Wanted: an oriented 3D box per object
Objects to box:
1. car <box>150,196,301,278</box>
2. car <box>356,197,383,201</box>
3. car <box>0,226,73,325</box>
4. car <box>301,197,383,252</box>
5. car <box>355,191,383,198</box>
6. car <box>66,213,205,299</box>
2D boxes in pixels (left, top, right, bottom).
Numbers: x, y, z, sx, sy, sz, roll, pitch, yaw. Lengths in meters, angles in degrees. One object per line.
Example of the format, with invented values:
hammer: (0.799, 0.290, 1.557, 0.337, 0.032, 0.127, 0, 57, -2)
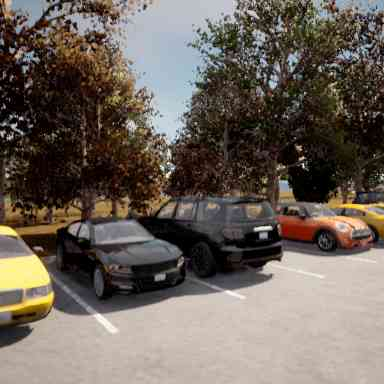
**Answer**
car: (0.173, 1.147, 10.217, 2.435, 2.045, 5.566, 0, 0, -35)
car: (9.262, 1.260, 16.893, 1.946, 1.575, 5.366, -1, 1, -35)
car: (-4.243, 1.415, 6.805, 1.946, 1.575, 5.366, 0, 0, -35)
car: (4.715, 1.221, 13.461, 2.185, 1.767, 4.553, -1, 0, -35)
car: (11.650, 0.969, 18.334, 2.435, 2.045, 5.566, -1, 1, -35)
car: (-2.083, 1.412, 8.580, 2.097, 1.535, 5.008, 0, 0, -36)
